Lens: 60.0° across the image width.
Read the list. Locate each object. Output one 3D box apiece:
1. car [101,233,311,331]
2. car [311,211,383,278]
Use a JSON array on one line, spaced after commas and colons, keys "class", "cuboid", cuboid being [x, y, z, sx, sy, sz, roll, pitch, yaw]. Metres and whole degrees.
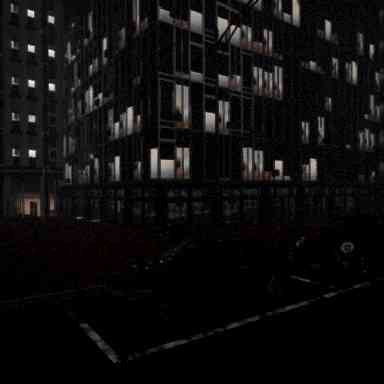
[{"class": "car", "cuboid": [0.294, 1.580, 6.778, 4.206, 1.307, 1.802, 0, -1, -35]}, {"class": "car", "cuboid": [4.921, 1.437, 10.080, 4.097, 1.590, 1.967, 0, -1, -35]}]
